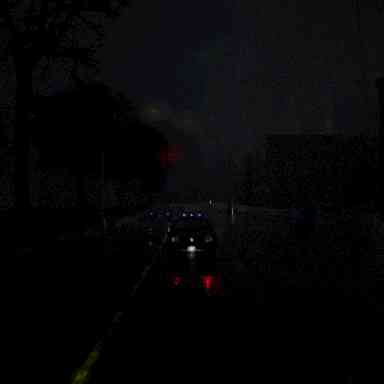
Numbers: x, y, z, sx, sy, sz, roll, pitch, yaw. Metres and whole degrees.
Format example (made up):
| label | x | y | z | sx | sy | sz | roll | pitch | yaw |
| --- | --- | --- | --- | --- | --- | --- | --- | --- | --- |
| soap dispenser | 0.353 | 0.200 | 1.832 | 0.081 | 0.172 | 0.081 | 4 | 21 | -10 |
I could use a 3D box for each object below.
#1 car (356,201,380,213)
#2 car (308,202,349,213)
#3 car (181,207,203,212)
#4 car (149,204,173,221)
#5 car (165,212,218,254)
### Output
| label | x | y | z | sx | sy | sz | roll | pitch | yaw |
| --- | --- | --- | --- | --- | --- | --- | --- | --- | --- |
| car | 21.302 | 1.740 | 37.854 | 4.829 | 1.417 | 1.752 | 0 | -1 | 0 |
| car | 15.458 | 1.810 | 37.811 | 4.403 | 1.369 | 2.008 | 0 | -1 | 0 |
| car | -0.005 | 1.931 | 29.106 | 1.895 | 1.301 | 4.718 | 0 | -1 | 0 |
| car | -2.774 | 1.831 | 30.881 | 1.882 | 1.535 | 5.008 | 0 | -1 | 0 |
| car | -0.005 | 1.749 | 14.107 | 1.895 | 1.301 | 4.718 | 0 | -1 | 0 |
